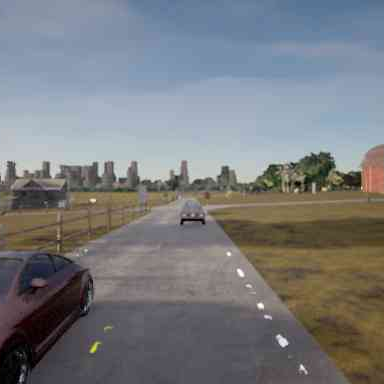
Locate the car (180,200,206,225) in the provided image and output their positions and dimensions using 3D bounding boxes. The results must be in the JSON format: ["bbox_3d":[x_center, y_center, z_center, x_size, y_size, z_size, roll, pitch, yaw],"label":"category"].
[{"bbox_3d":[0.057,1.606,24.874,2.033,1.411,5.357,0,0,0],"label":"car"}]

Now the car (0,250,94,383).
[{"bbox_3d":[-2.854,1.578,4.715,1.994,1.385,4.181,0,0,0],"label":"car"}]

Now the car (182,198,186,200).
[{"bbox_3d":[-0.056,1.656,35.688,1.994,1.385,4.181,0,0,0],"label":"car"}]
